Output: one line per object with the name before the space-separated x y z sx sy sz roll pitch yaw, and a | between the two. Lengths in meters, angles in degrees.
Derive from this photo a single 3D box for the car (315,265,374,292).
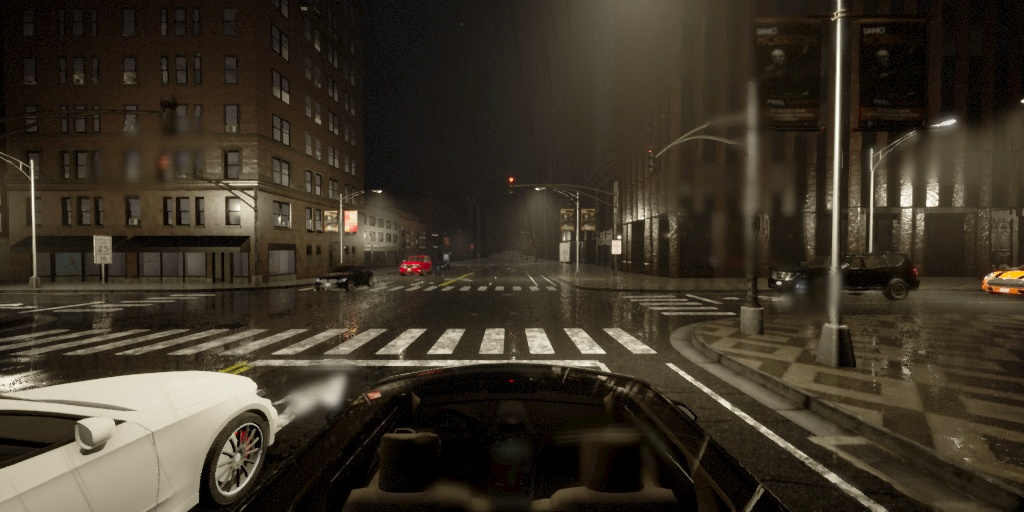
car | -9.784 1.276 21.377 1.812 1.442 4.674 0 0 0

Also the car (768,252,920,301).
car | 14.873 0.867 16.234 5.566 2.045 2.150 0 1 1

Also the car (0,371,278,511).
car | -3.159 1.276 1.416 1.812 1.442 4.674 0 0 2

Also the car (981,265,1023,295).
car | 24.542 0.960 16.241 4.553 1.767 2.097 0 1 0

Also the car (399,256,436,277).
car | -9.725 0.979 36.728 2.150 2.045 5.566 0 0 0

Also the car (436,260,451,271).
car | -9.675 1.302 49.507 2.033 1.411 5.357 0 0 0
